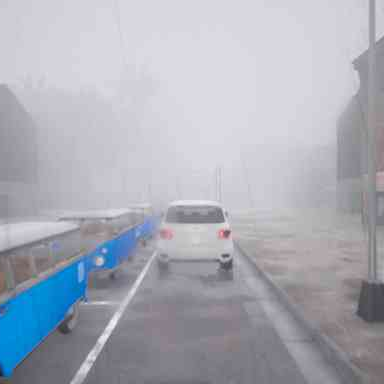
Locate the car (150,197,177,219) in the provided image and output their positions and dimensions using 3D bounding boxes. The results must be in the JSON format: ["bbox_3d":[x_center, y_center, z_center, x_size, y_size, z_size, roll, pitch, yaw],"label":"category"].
[{"bbox_3d":[-2.604,1.449,31.505,2.192,1.841,5.009,0,0,0],"label":"car"}]

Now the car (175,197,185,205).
[{"bbox_3d":[-2.562,1.832,69.652,1.967,1.590,4.097,0,0,0],"label":"car"}]

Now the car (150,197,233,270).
[{"bbox_3d":[0.087,1.270,11.285,2.150,2.045,5.566,0,0,0],"label":"car"}]

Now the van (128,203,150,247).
[{"bbox_3d":[-2.622,1.404,15.113,1.690,1.788,3.998,0,0,0],"label":"van"}]

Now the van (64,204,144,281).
[{"bbox_3d":[-2.629,1.381,9.648,1.690,1.788,3.998,0,0,0],"label":"van"}]

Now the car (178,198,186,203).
[{"bbox_3d":[-2.542,2.129,86.716,1.802,1.307,4.206,0,-1,0],"label":"car"}]

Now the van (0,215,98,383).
[{"bbox_3d":[-2.635,1.359,4.184,1.690,1.788,3.998,0,0,0],"label":"van"}]

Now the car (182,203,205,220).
[{"bbox_3d":[0.123,1.728,30.183,1.895,1.301,4.718,0,0,0],"label":"car"}]

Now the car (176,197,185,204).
[{"bbox_3d":[-2.554,1.881,75.340,1.967,1.590,4.097,0,0,0],"label":"car"}]

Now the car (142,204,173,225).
[{"bbox_3d":[-2.609,1.659,26.040,2.008,1.369,4.403,0,0,0],"label":"car"}]
